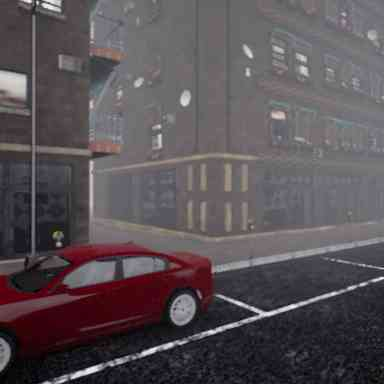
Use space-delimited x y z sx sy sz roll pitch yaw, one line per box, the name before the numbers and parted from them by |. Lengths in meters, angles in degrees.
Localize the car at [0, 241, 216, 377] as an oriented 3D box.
car | -1.676 1.543 5.363 4.507 1.381 1.887 0 0 -36
